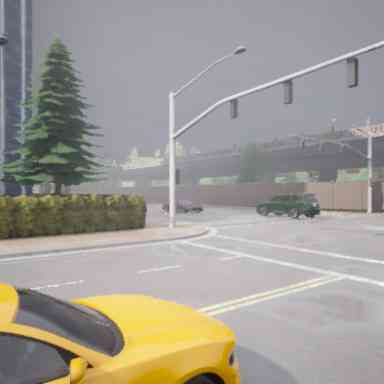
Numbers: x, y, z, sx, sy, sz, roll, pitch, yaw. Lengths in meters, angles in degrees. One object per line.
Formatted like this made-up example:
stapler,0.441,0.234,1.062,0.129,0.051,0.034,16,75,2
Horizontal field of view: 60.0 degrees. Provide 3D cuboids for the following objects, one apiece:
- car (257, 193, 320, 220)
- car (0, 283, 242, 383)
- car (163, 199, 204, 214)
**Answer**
car,7.913,1.116,27.715,2.150,2.045,5.566,0,0,-33
car,-1.821,1.478,2.495,5.008,1.535,1.882,0,0,-35
car,-0.979,1.448,33.746,2.033,1.411,5.357,0,0,-35
